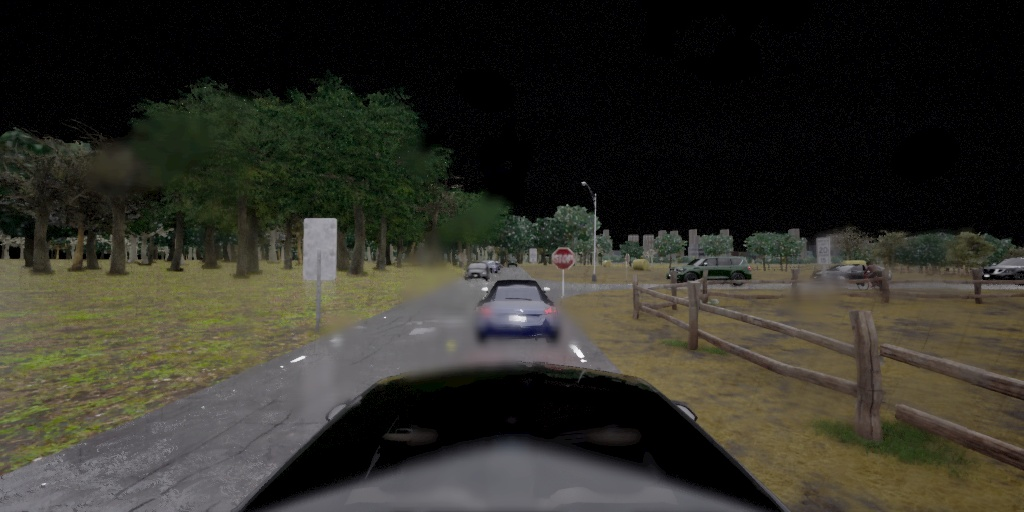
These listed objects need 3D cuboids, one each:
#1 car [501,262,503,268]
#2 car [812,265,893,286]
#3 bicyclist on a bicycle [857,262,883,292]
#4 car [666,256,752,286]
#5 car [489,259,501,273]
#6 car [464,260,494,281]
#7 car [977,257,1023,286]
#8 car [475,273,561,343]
[{"bbox_3d":[-2.769,1.420,54.375,1.882,1.535,5.008,0,0,0],"label":"car"},{"bbox_3d":[24.465,1.365,25.854,4.892,1.490,1.837,0,-2,-1],"label":"car"},{"bbox_3d":[19.931,1.168,19.865,0.582,1.620,1.656,0,0,0],"label":"bicyclist on a bicycle"},{"bbox_3d":[14.126,1.067,25.820,5.566,2.045,2.150,0,-2,-1],"label":"car"},{"bbox_3d":[-2.803,1.215,43.453,2.097,1.767,4.553,0,0,0],"label":"car"},{"bbox_3d":[-2.817,1.305,30.090,1.837,1.490,4.892,0,-1,0],"label":"car"},{"bbox_3d":[37.126,1.101,25.879,5.566,2.045,2.150,0,-2,2],"label":"car"},{"bbox_3d":[0.114,1.322,9.663,1.994,1.385,4.181,0,0,-1],"label":"car"}]
